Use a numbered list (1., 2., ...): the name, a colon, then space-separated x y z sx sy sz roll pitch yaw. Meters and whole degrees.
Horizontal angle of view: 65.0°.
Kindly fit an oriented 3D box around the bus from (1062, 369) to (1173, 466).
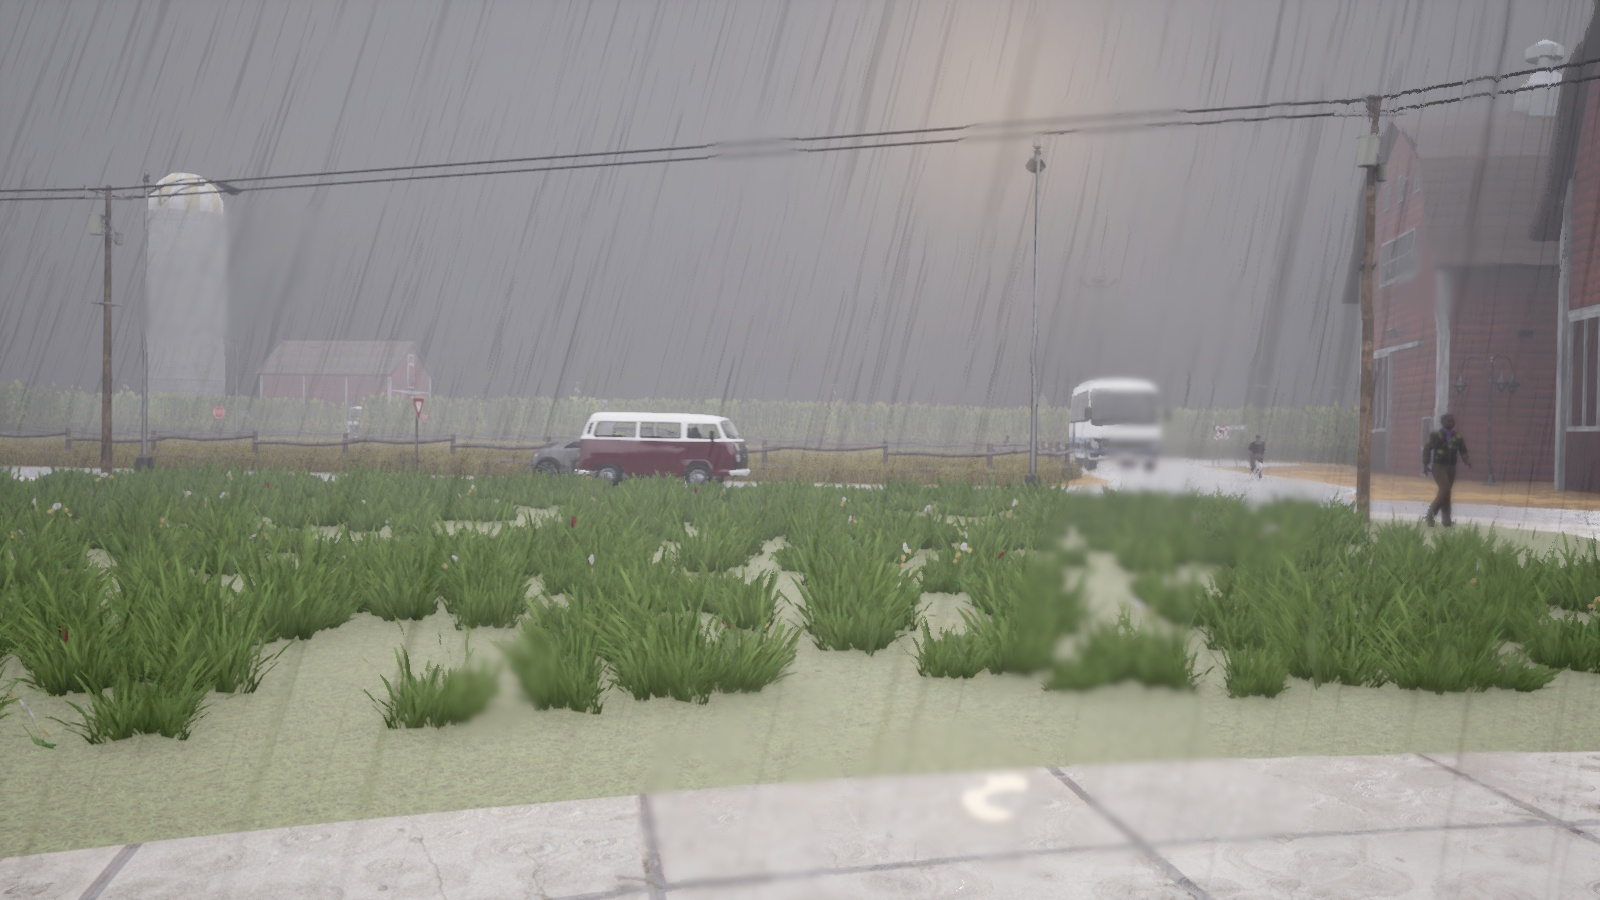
1. bus: 15.164 -1.498 60.889 3.944 4.253 10.273 0 1 7

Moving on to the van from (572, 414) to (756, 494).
1. van: -3.585 0.103 33.514 4.480 2.038 2.069 0 1 10

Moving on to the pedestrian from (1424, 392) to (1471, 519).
1. pedestrian: 10.020 0.083 19.442 0.395 1.930 0.692 0 1 2

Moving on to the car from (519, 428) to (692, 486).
1. car: -5.758 0.187 37.445 4.611 1.667 2.242 0 1 10
